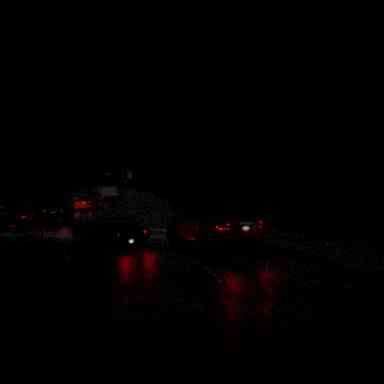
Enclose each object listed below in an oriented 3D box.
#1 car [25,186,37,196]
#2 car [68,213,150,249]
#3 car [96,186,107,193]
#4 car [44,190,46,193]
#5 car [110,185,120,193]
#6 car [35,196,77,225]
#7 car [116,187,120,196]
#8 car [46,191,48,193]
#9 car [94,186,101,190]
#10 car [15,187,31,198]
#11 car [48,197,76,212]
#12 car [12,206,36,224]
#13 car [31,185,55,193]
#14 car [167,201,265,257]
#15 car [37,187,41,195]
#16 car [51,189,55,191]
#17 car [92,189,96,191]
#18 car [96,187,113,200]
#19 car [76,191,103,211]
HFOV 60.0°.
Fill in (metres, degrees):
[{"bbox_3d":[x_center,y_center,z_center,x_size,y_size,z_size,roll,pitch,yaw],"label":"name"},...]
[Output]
[{"bbox_3d":[-32.420,0.219,62.411,4.892,1.521,2.231,-3,4,-29],"label":"car"},{"bbox_3d":[-4.055,1.860,16.040,1.895,1.301,4.718,0,-1,-40],"label":"car"},{"bbox_3d":[-20.913,-0.693,76.969,2.033,1.411,5.357,-1,3,-12],"label":"car"},{"bbox_3d":[-33.412,-0.107,68.226,5.008,1.535,2.097,-3,4,-30],"label":"car"},{"bbox_3d":[-17.885,-0.735,77.125,2.128,1.511,4.902,-1,3,-12],"label":"car"},{"bbox_3d":[-11.688,1.639,29.040,2.150,2.045,5.566,-1,1,-14],"label":"car"},{"bbox_3d":[-16.112,-0.098,67.195,1.882,1.535,5.008,-1,3,-10],"label":"car"},{"bbox_3d":[-33.984,-0.390,71.103,4.553,1.767,2.185,-3,4,-30],"label":"car"},{"bbox_3d":[-19.155,0.023,67.211,1.895,1.301,4.718,-1,3,-10],"label":"car"},{"bbox_3d":[-32.000,0.414,59.480,4.792,1.488,2.163,-3,4,-28],"label":"car"},{"bbox_3d":[-15.884,1.496,40.969,1.895,1.301,4.718,-1,3,-4],"label":"car"},{"bbox_3d":[-14.601,1.990,30.025,1.994,1.385,4.181,-1,2,-11],"label":"car"},{"bbox_3d":[-35.717,-0.735,79.795,4.892,1.521,2.231,-3,4,-32],"label":"car"},{"bbox_3d":[0.763,1.393,14.017,2.150,2.045,5.566,0,-1,-25],"label":"car"},{"bbox_3d":[-32.912,0.095,65.326,4.674,1.452,2.002,-3,4,-29],"label":"car"},{"bbox_3d":[-35.099,-0.579,76.908,4.892,1.521,2.231,-3,4,-31],"label":"car"},{"bbox_3d":[-17.015,0.815,52.052,2.033,1.411,5.357,-1,3,-6],"label":"car"},{"bbox_3d":[-14.423,0.529,55.687,1.882,1.535,5.008,-1,3,-7],"label":"car"},{"bbox_3d":[-12.889,1.218,41.082,2.097,1.767,4.553,-1,3,-4],"label":"car"}]
